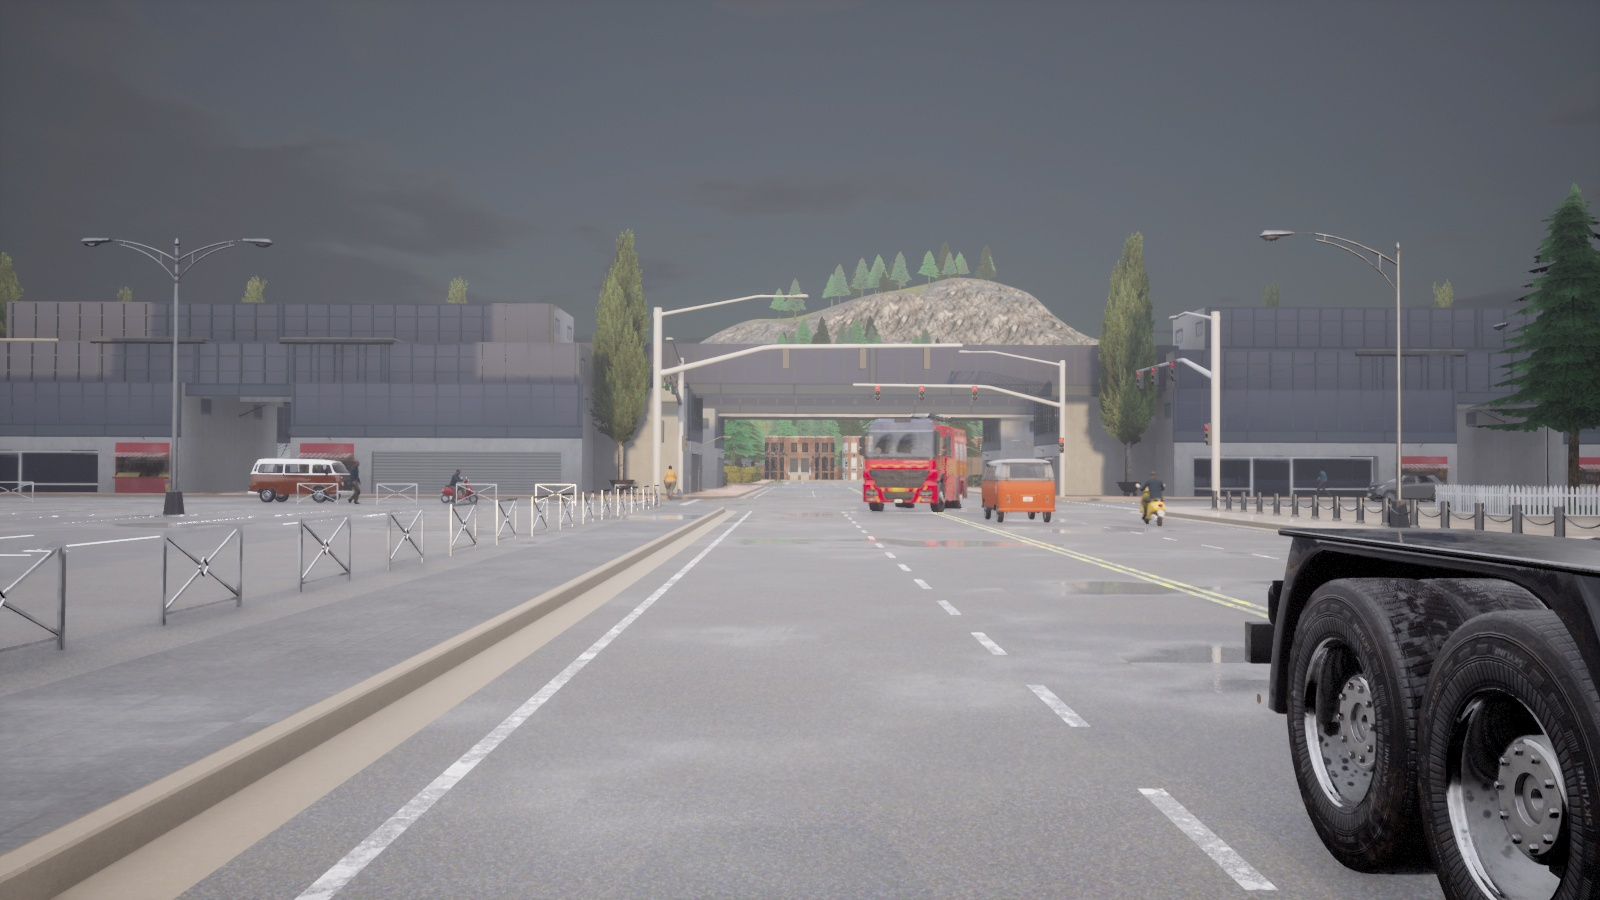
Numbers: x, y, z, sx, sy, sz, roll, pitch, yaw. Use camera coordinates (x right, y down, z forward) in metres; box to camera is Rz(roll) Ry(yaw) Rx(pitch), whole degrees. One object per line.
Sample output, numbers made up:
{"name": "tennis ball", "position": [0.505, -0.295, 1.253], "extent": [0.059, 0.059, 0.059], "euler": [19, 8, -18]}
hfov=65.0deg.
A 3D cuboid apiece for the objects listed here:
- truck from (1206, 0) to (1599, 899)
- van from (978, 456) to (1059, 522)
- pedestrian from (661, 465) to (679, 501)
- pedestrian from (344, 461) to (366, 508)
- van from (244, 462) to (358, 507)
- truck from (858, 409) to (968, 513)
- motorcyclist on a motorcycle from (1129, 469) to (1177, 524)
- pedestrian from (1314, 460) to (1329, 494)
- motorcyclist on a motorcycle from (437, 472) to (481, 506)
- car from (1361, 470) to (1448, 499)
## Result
{"name": "truck", "position": [3.496, -0.142, 2.332], "extent": [2.891, 3.462, 7.936], "euler": [0, -1, 0]}
{"name": "van", "position": [6.910, 1.209, 40.100], "extent": [1.775, 1.987, 4.442], "euler": [0, -1, 0]}
{"name": "pedestrian", "position": [-6.734, 1.708, 64.971], "extent": [0.874, 1.855, 0.900], "euler": [0, -1, -9]}
{"name": "pedestrian", "position": [-17.712, 1.381, 49.998], "extent": [0.726, 1.842, 0.402], "euler": [0, -1, 0]}
{"name": "van", "position": [-23.202, 1.611, 58.494], "extent": [4.480, 2.038, 2.069], "euler": [0, -1, 1]}
{"name": "truck", "position": [4.718, 0.477, 50.528], "extent": [2.891, 3.827, 8.468], "euler": [0, -1, 16]}
{"name": "motorcyclist on a motorcycle", "position": [10.418, 1.348, 37.120], "extent": [0.866, 1.590, 1.817], "euler": [0, -1, 0]}
{"name": "pedestrian", "position": [29.457, 1.544, 70.942], "extent": [0.692, 1.930, 0.396], "euler": [0, -1, 14]}
{"name": "motorcyclist on a motorcycle", "position": [-15.840, 1.808, 58.317], "extent": [1.817, 1.590, 0.866], "euler": [0, -1, 1]}
{"name": "car", "position": [31.455, 1.798, 65.411], "extent": [3.633, 1.501, 1.845], "euler": [0, -1, 0]}
